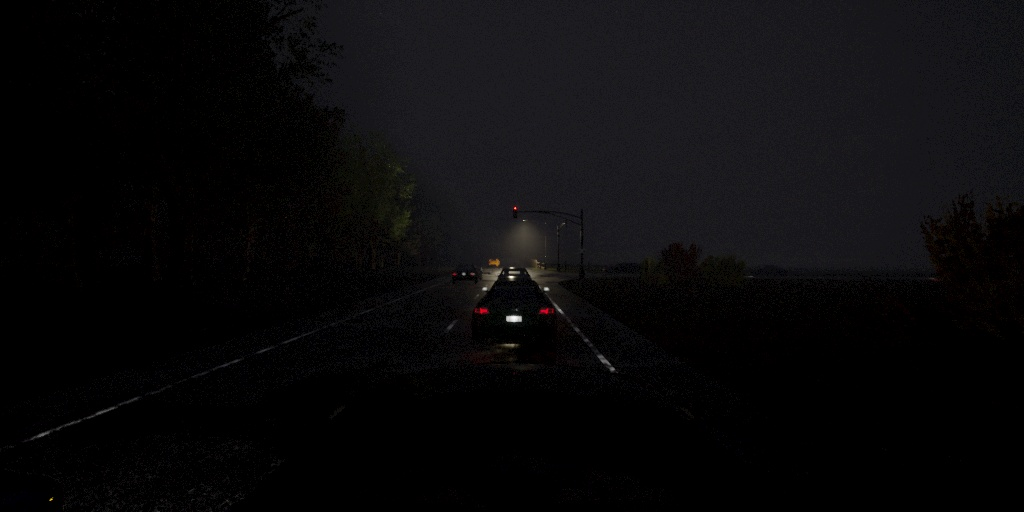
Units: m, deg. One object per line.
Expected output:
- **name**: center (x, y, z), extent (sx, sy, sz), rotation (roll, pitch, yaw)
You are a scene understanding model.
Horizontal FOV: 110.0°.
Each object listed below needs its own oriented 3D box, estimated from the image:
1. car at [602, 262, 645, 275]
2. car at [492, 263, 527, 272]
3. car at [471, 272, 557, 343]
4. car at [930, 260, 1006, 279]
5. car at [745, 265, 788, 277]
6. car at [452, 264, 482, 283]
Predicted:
- **car**: center (13.119, 1.455, 42.074), extent (4.892, 1.490, 1.837), rotation (1, -1, 3)
- **car**: center (0.121, 1.300, 18.879), extent (2.033, 1.411, 5.357), rotation (0, 0, 0)
- **car**: center (0.093, 1.315, 9.674), extent (1.994, 1.385, 4.181), rotation (0, 0, 1)
- **car**: center (48.592, 1.496, 38.058), extent (5.566, 2.045, 2.150), rotation (1, -1, 0)
- **car**: center (29.608, 1.690, 41.757), extent (4.181, 1.385, 1.994), rotation (1, -1, 0)
- **car**: center (-3.372, 1.301, 27.578), extent (2.033, 1.411, 5.357), rotation (0, 0, 0)
